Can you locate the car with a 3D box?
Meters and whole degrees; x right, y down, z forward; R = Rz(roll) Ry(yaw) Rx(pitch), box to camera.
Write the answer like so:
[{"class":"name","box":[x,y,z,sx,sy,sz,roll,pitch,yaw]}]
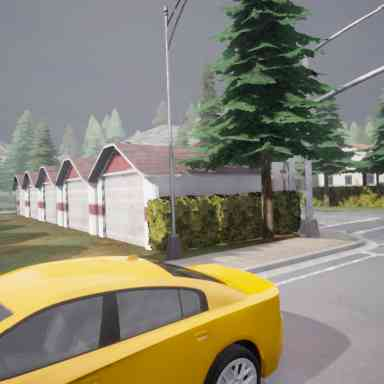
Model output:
[{"class":"car","box":[-1.296,1.455,3.068,5.008,1.535,1.882,-2,1,-35]}]
